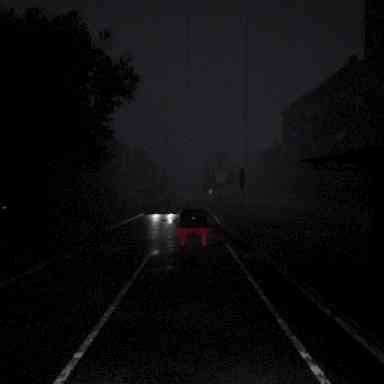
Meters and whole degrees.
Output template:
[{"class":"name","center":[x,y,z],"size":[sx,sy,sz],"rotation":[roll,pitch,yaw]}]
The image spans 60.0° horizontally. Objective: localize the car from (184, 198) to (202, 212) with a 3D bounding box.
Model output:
[{"class":"car","center":[0.185,1.557,41.867],"size":[2.128,1.511,4.902],"rotation":[0,0,0]}]

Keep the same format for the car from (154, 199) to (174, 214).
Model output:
[{"class":"car","center":[-3.060,1.589,36.839],"size":[1.837,1.490,4.892],"rotation":[0,0,1]}]

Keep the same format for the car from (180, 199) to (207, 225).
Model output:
[{"class":"car","center":[0.118,1.596,24.979],"size":[1.882,1.535,5.008],"rotation":[0,0,0]}]
